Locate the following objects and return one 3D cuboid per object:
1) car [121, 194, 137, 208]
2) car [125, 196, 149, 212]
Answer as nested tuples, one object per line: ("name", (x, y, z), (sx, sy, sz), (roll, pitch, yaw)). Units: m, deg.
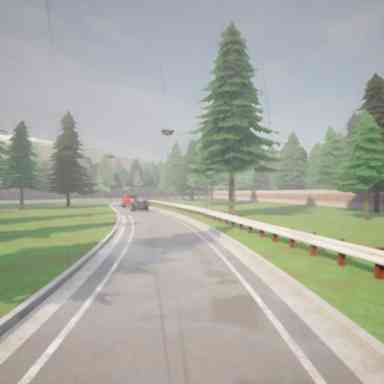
("car", (-9.224, 1.272, 49.379), (2.150, 2.045, 5.566), (0, 0, -16))
("car", (-6.294, 1.528, 39.415), (2.128, 1.511, 4.902), (0, 0, -16))
